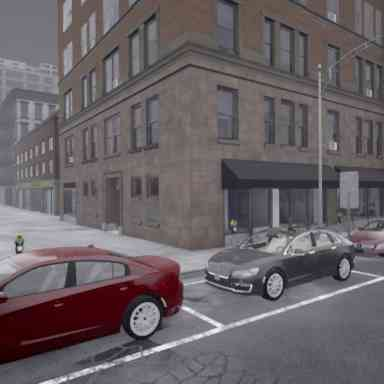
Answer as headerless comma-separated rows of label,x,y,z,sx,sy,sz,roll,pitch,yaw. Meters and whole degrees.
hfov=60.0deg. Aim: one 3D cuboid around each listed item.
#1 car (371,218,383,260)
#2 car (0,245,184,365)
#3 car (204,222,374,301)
car,6.839,1.577,11.439,4.206,1.307,1.802,0,-1,-36
car,-2.242,1.544,4.942,4.507,1.381,1.887,0,-1,-36
car,2.298,1.548,8.190,4.403,1.369,2.008,0,-1,-36
